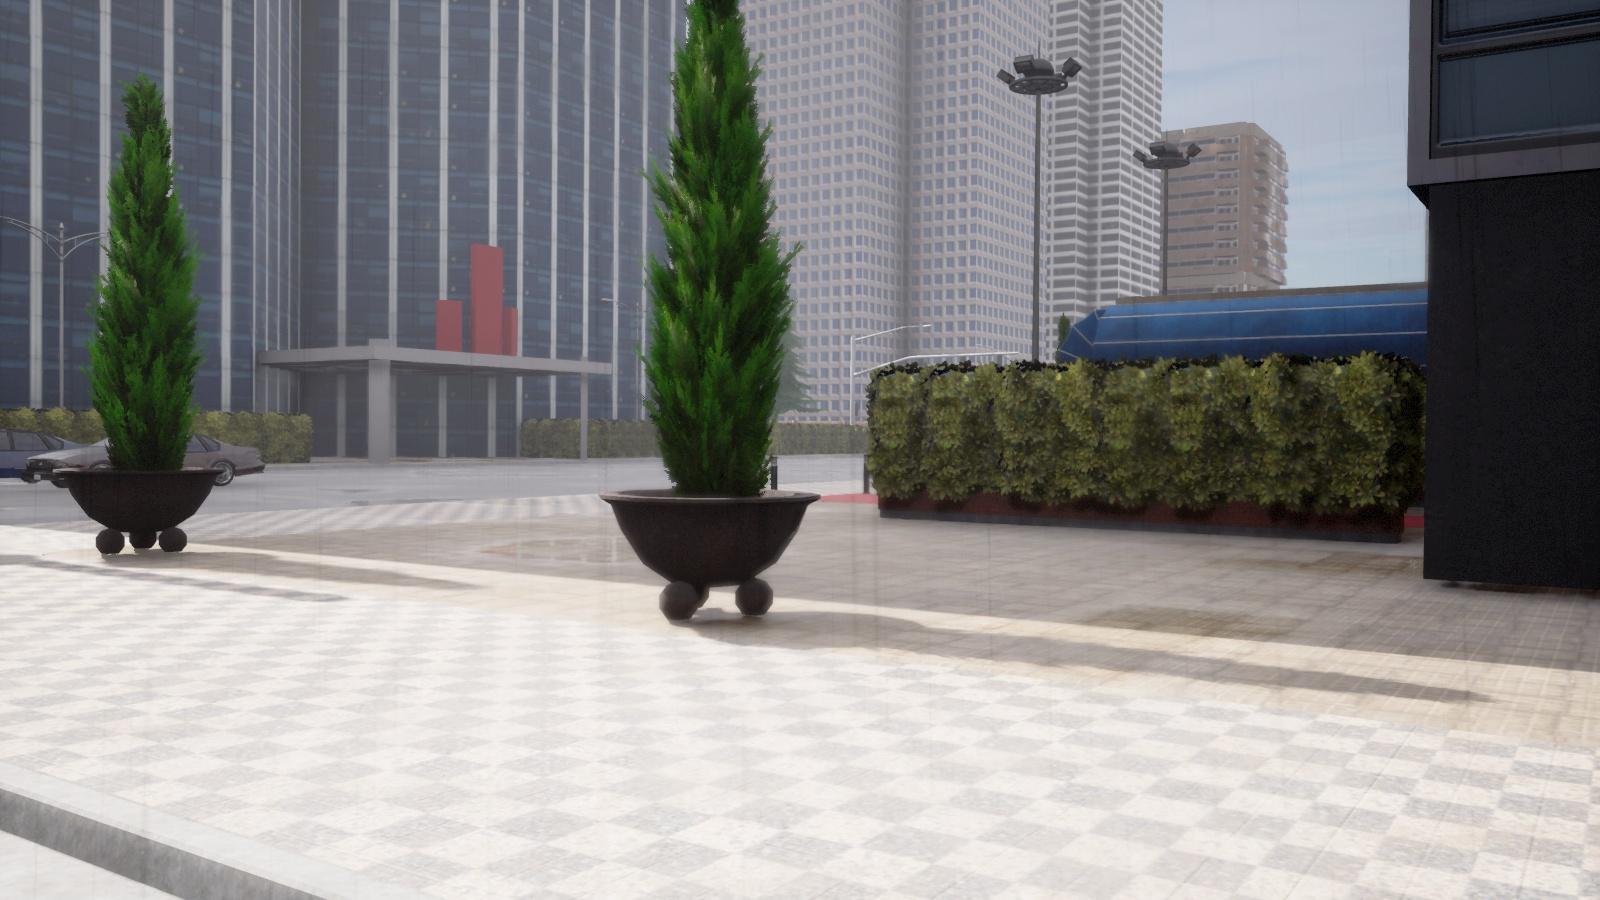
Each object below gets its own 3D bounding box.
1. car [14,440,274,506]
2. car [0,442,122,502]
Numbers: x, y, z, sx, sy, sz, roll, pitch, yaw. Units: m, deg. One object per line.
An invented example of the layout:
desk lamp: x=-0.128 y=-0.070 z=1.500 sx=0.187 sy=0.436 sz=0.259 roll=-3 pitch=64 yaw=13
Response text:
car: x=-15.983 y=0.501 z=30.944 sx=2.033 sy=1.411 sz=5.357 roll=0 pitch=1 yaw=33
car: x=-20.038 y=0.535 z=31.129 sx=2.033 sy=1.411 sz=5.357 roll=0 pitch=1 yaw=33
